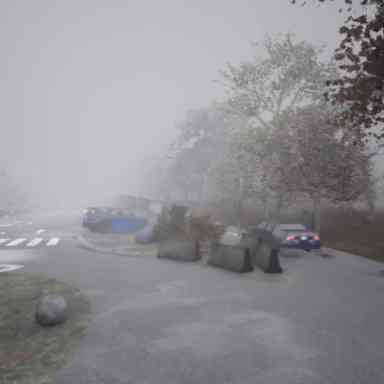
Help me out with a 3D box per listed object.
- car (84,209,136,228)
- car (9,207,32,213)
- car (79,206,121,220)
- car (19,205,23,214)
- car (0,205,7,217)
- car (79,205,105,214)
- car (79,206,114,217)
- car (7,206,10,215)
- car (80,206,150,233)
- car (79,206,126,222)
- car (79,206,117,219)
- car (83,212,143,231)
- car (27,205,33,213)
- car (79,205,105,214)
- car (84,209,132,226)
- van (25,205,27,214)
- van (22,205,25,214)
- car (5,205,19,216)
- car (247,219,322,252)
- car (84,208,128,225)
[{"bbox_3d":[-8.199,2.658,33.413,4.553,1.767,2.185,4,-4,-39],"label":"car"},{"bbox_3d":[-42.584,4.501,82.542,4.792,1.488,2.163,2,-3,-39],"label":"car"},{"bbox_3d":[-13.932,3.199,50.627,5.566,2.045,2.435,4,-4,-39],"label":"car"},{"bbox_3d":[-36.930,3.828,65.708,4.892,1.521,2.231,2,-3,-39],"label":"car"},{"bbox_3d":[-32.346,3.278,51.570,5.366,1.575,1.946,2,-2,-38],"label":"car"},{"bbox_3d":[-25.514,4.523,84.978,5.566,2.045,2.435,4,-4,-38],"label":"car"},{"bbox_3d":[-17.792,3.642,62.076,5.566,2.045,2.435,4,-4,-39],"label":"car"},{"bbox_3d":[-33.135,3.424,54.515,4.792,1.488,2.163,2,-3,-39],"label":"car"},{"bbox_3d":[-6.227,2.315,27.735,5.566,2.045,2.435,4,-4,-38],"label":"car"},{"bbox_3d":[-12.048,2.975,44.864,5.566,2.045,2.435,4,-3,-39],"label":"car"},{"bbox_3d":[-15.914,3.418,56.316,5.566,2.045,2.435,4,-3,-38],"label":"car"},{"bbox_3d":[-7.206,2.676,30.564,4.892,1.521,2.231,4,-3,-39],"label":"car"},{"bbox_3d":[-40.688,4.006,76.942,5.566,2.045,2.435,2,-3,-39],"label":"car"},{"bbox_3d":[-24.577,4.410,82.067,5.566,2.045,2.435,4,-3,-39],"label":"car"},{"bbox_3d":[-9.111,2.772,36.309,4.553,1.767,2.185,4,-3,-39],"label":"car"},{"bbox_3d":[-39.850,3.921,74.041,4.442,1.987,1.878,2,-3,-39],"label":"van"},{"bbox_3d":[-38.906,3.813,71.239,4.442,1.987,1.878,2,-2,-39],"label":"van"},{"bbox_3d":[-36.009,3.592,62.887,4.553,1.767,2.185,2,-3,-38],"label":"car"},{"bbox_3d":[4.375,2.063,16.722,2.033,1.411,5.357,1,-1,-10],"label":"car"},{"bbox_3d":[-10.083,2.883,39.174,4.553,1.767,2.185,4,-3,-38],"label":"car"}]
